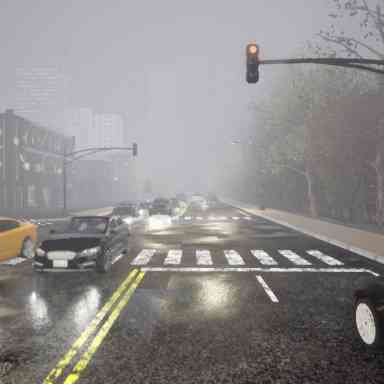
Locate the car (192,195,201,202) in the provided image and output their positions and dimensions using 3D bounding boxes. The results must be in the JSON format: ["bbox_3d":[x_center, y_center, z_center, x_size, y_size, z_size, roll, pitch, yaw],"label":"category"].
[{"bbox_3d":[1.124,1.509,76.718,2.033,1.411,5.357,0,0,1],"label":"car"}]

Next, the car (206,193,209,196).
[{"bbox_3d":[4.373,1.195,76.594,2.150,2.045,5.566,0,0,1],"label":"car"}]

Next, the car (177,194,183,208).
[{"bbox_3d":[-2.662,1.488,46.869,1.837,1.490,4.892,0,0,1],"label":"car"}]

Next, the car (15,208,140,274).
[{"bbox_3d":[-3.195,1.489,10.603,2.128,1.511,4.902,0,0,1],"label":"car"}]

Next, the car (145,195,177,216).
[{"bbox_3d":[-2.885,1.343,31.710,2.097,1.767,4.553,0,0,1],"label":"car"}]

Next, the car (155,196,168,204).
[{"bbox_3d":[-5.653,1.455,61.933,1.882,1.535,5.008,0,0,1],"label":"car"}]

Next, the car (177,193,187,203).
[{"bbox_3d":[-2.262,1.199,68.139,2.150,2.045,5.566,0,0,1],"label":"car"}]

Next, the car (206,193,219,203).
[{"bbox_3d":[4.320,1.480,66.131,1.837,1.490,4.892,0,0,1],"label":"car"}]

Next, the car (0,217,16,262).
[{"bbox_3d":[-6.459,1.477,9.776,1.882,1.535,5.008,0,0,1],"label":"car"}]

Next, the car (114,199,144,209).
[{"bbox_3d":[-6.144,1.554,31.405,1.994,1.385,4.181,0,0,0],"label":"car"}]

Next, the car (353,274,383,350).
[{"bbox_3d":[3.393,1.477,3.176,1.882,1.535,5.008,0,0,1],"label":"car"}]

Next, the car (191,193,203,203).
[{"bbox_3d":[1.071,1.197,66.094,2.150,2.045,5.566,0,0,1],"label":"car"}]
